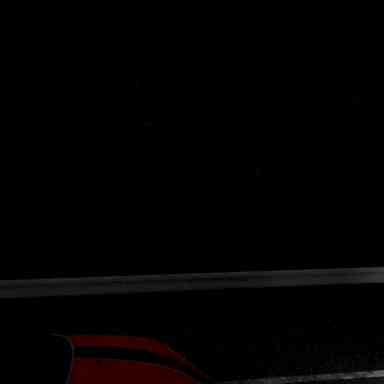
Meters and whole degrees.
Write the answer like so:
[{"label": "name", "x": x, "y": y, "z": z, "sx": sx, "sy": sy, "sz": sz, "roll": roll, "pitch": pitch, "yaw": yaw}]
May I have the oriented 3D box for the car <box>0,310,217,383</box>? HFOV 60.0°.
[{"label": "car", "x": -1.848, "y": 1.352, "z": 1.669, "sx": 4.553, "sy": 1.767, "sz": 2.097, "roll": 0, "pitch": 0, "yaw": -6}]
